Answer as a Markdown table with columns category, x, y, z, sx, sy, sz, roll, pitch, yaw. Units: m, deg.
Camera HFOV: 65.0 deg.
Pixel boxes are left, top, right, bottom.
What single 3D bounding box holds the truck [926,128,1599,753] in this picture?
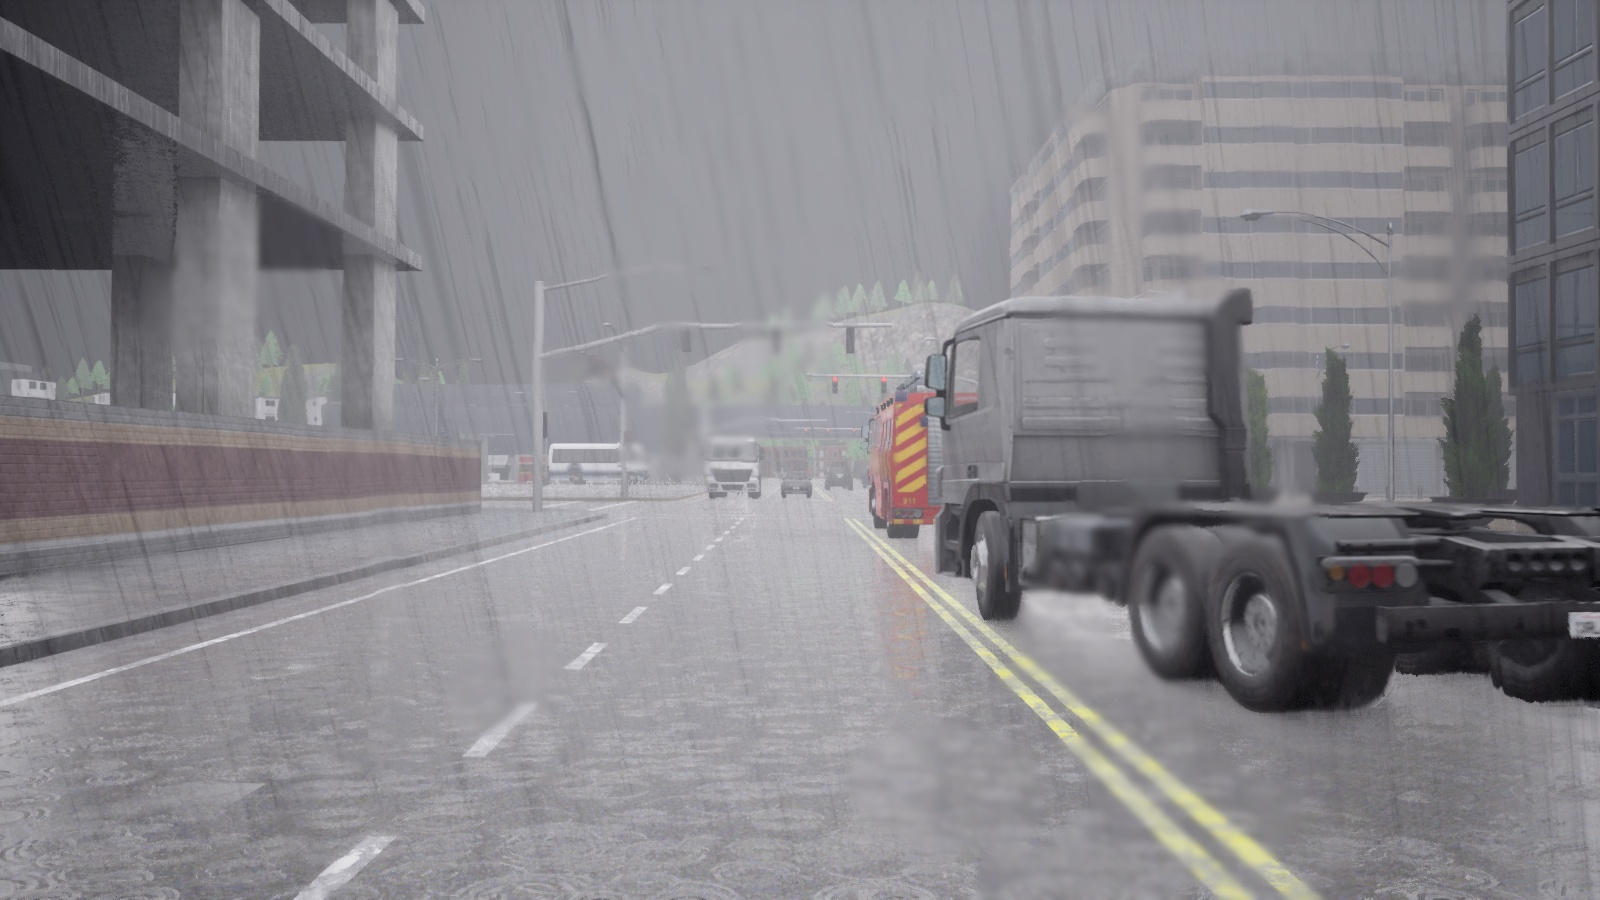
| category | x | y | z | sx | sy | sz | roll | pitch | yaw |
| --- | --- | --- | --- | --- | --- | --- | --- | --- | --- |
| truck | 3.695 | 0.004 | 11.136 | 2.891 | 3.462 | 7.936 | 0 | -1 | -11 |

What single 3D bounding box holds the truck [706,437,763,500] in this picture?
| category | x | y | z | sx | sy | sz | roll | pitch | yaw |
| --- | --- | --- | --- | --- | --- | --- | --- | --- | --- |
| truck | -3.691 | 1.064 | 72.659 | 2.891 | 3.462 | 7.936 | 0 | -1 | 0 |

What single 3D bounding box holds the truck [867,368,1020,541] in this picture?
| category | x | y | z | sx | sy | sz | roll | pitch | yaw |
| --- | --- | --- | --- | --- | --- | --- | --- | --- | --- |
| truck | 3.412 | 0.173 | 32.061 | 2.891 | 3.827 | 8.468 | 0 | -1 | 0 |

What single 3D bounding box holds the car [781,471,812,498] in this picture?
| category | x | y | z | sx | sy | sz | roll | pitch | yaw |
| --- | --- | --- | --- | --- | --- | --- | --- | --- | --- |
| car | -0.190 | 2.029 | 73.717 | 1.789 | 1.549 | 3.705 | 0 | -1 | 0 |
